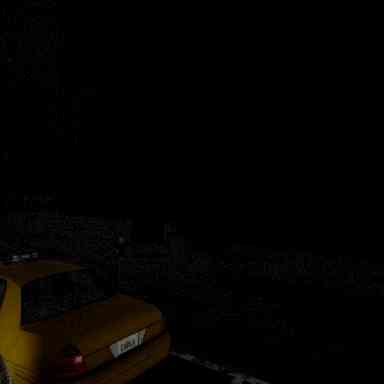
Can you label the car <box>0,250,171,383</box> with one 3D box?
[{"bbox_3d":[-2.536,1.525,4.766,4.829,1.417,1.752,0,0,35],"label":"car"}]
